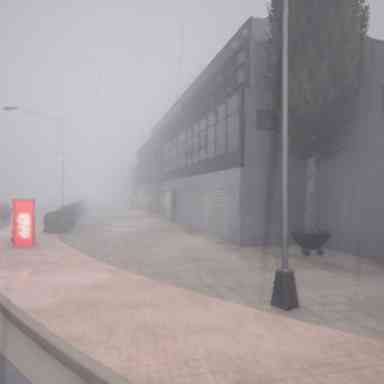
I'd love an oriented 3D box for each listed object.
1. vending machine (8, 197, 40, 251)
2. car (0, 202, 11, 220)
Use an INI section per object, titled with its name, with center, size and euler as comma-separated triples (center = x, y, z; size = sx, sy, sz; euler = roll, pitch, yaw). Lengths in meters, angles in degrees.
[vending machine]
center = -6.919, 1.268, 13.656
size = 1.100, 2.100, 0.880
euler = 1, -1, -30
[car]
center = -16.976, 1.634, 29.495
size = 2.128, 1.511, 4.902
euler = 0, 0, -16
